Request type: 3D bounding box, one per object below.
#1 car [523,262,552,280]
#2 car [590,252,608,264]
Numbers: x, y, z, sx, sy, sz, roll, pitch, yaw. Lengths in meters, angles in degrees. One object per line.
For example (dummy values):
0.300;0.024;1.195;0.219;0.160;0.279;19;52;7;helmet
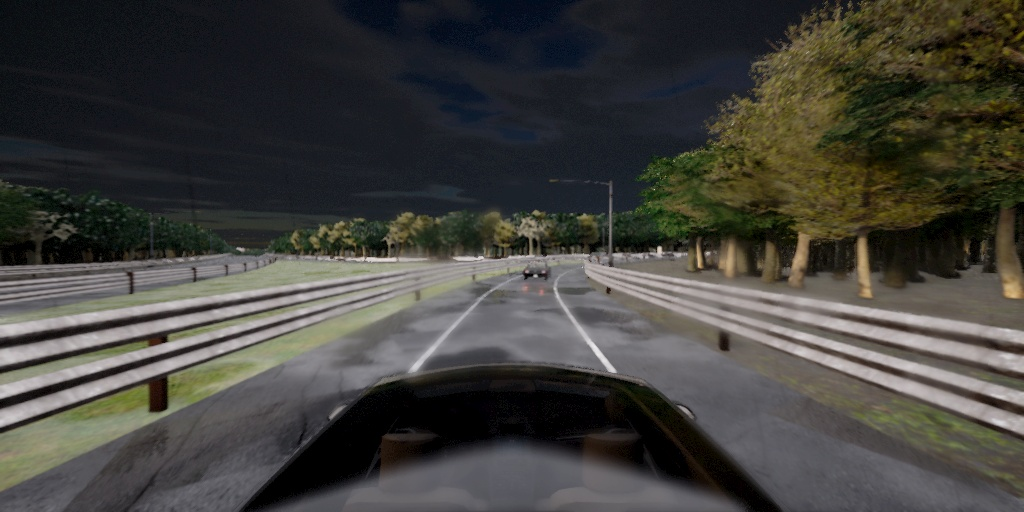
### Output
2.082;1.134;27.987;1.895;1.301;4.718;0;1;10;car
15.430;0.247;62.868;2.150;2.045;5.566;1;1;32;car
